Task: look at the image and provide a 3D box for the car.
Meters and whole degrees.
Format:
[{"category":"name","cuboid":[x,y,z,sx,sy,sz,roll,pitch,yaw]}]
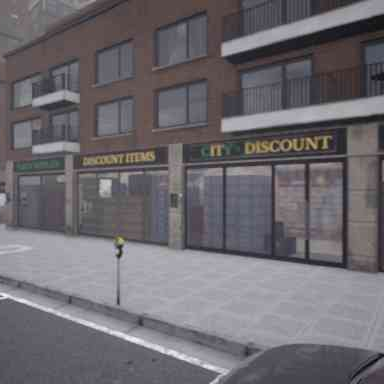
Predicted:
[{"category":"car","cuboid":[2.038,1.544,1.620,4.403,1.369,2.008,-1,0,35]}]
